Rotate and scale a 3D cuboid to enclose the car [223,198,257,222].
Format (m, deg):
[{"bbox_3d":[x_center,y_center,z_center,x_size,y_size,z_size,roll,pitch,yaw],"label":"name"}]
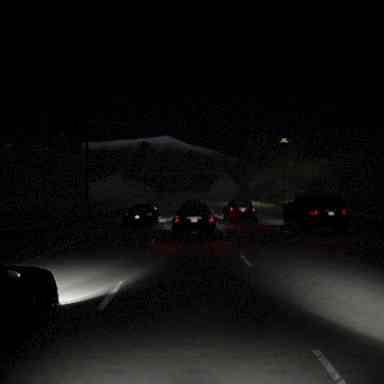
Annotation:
[{"bbox_3d":[3.599,1.309,25.629,2.097,1.767,4.553,0,0,0],"label":"car"}]

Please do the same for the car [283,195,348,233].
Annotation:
[{"bbox_3d":[7.099,1.188,19.639,2.150,2.045,5.566,0,0,0],"label":"car"}]

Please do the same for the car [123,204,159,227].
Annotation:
[{"bbox_3d":[-3.400,1.525,22.654,1.994,1.385,4.181,0,0,0],"label":"car"}]

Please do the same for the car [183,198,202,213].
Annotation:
[{"bbox_3d":[0.099,1.483,38.014,2.033,1.411,5.357,0,0,0],"label":"car"}]

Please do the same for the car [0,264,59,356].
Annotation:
[{"bbox_3d":[-3.400,1.556,4.364,1.994,1.385,4.181,0,0,0],"label":"car"}]

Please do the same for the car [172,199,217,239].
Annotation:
[{"bbox_3d":[0.100,1.323,17.288,2.097,1.767,4.553,0,0,0],"label":"car"}]
